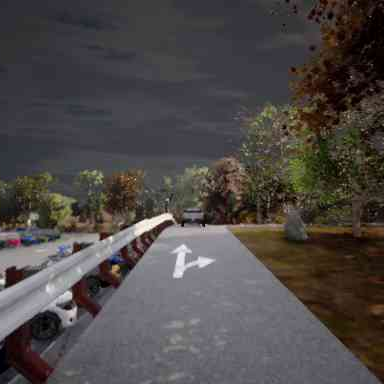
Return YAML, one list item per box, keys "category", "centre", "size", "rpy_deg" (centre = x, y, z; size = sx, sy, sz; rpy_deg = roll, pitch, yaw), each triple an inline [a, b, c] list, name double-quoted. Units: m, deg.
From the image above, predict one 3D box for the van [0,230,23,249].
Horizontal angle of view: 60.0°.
- category: "van"
  centre: [-24.030, 6.134, 41.594]
  size: [4.442, 1.987, 1.878]
  rpy_deg: [1, -4, -20]

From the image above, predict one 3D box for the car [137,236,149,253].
- category: "car"
  centre: [-6.970, 5.548, 32.358]
  size: [4.553, 1.767, 2.185]
  rpy_deg: [2, -5, -20]

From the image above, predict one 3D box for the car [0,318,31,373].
- category: "car"
  centre: [-6.862, 3.913, 8.224]
  size: [4.792, 1.488, 2.163]
  rpy_deg: [2, -4, -20]

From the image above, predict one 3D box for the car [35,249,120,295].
- category: "car"
  centre: [-6.900, 4.304, 17.291]
  size: [5.566, 2.045, 2.435]
  rpy_deg: [2, -4, -20]

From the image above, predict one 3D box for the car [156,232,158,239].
- category: "car"
  centre: [-6.936, 6.219, 41.405]
  size: [4.553, 1.767, 2.185]
  rpy_deg: [2, -4, -20]

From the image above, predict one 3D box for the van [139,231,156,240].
- category: "van"
  centre: [-6.848, 5.900, 38.438]
  size: [4.442, 1.987, 1.878]
  rpy_deg: [2, -5, -20]

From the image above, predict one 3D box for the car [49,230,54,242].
- category: "car"
  centre: [-23.938, 7.047, 50.494]
  size: [4.792, 1.488, 2.163]
  rpy_deg: [1, -5, -20]

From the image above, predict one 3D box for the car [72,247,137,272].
- category: "car"
  centre: [-6.939, 5.255, 26.310]
  size: [4.792, 1.488, 2.163]
  rpy_deg: [2, -4, -20]

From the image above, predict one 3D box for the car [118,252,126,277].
- category: "car"
  centre: [-7.057, 4.769, 20.227]
  size: [5.366, 1.575, 1.946]
  rpy_deg: [2, -4, -20]

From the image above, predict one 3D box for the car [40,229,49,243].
- category: "car"
  centre: [-23.922, 6.548, 47.557]
  size: [5.566, 2.045, 2.435]
  rpy_deg: [1, -5, -20]

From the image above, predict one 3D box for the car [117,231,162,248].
- category: "car"
  centre: [-7.001, 6.314, 44.404]
  size: [5.566, 2.045, 2.435]
  rpy_deg: [2, -4, -20]

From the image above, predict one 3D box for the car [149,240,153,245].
- category: "car"
  centre: [-6.939, 5.898, 35.361]
  size: [4.892, 1.521, 2.231]
  rpy_deg: [2, -4, -20]

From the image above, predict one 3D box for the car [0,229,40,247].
- category: "car"
  centre: [-23.911, 6.330, 44.605]
  size: [5.566, 2.045, 2.435]
  rpy_deg: [1, -5, -20]

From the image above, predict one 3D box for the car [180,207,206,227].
- category: "car"
  centre: [0.088, 1.969, 26.695]
  size: [2.128, 1.511, 4.902]
  rpy_deg: [0, -4, 0]

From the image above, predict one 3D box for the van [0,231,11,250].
- category: "van"
  centre: [-24.018, 5.916, 38.642]
  size: [4.442, 1.987, 1.878]
  rpy_deg: [1, -4, -20]

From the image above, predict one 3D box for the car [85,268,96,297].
- category: "car"
  centre: [-6.872, 4.334, 14.274]
  size: [4.892, 1.521, 2.231]
  rpy_deg: [2, -5, -20]

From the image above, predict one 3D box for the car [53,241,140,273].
- category: "car"
  centre: [-6.866, 4.754, 23.338]
  size: [5.566, 2.045, 2.435]
  rpy_deg: [2, -5, -20]

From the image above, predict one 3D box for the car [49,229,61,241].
- category: "car"
  centre: [-23.992, 6.982, 53.424]
  size: [5.566, 2.045, 2.435]
  rpy_deg: [1, -4, -20]

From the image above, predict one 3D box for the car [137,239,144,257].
- category: "car"
  centre: [-6.949, 5.324, 29.337]
  size: [4.553, 1.767, 2.185]
  rpy_deg: [2, -5, -20]

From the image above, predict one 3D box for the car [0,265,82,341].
- category: "car"
  centre: [-6.813, 3.859, 11.280]
  size: [5.566, 2.045, 2.435]
  rpy_deg: [2, -5, -20]
